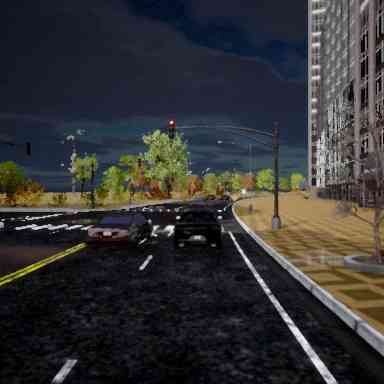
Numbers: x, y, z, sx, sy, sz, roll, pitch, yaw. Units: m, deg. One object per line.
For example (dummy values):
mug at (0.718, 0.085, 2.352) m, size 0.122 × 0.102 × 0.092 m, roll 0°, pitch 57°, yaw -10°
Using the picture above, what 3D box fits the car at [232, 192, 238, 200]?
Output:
car at (10.684, 1.125, 87.241) m, size 2.150 × 2.045 × 5.566 m, roll 0°, pitch 0°, yaw 14°

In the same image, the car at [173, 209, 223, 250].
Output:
car at (0.299, 1.486, 14.409) m, size 1.882 × 1.535 × 5.008 m, roll 0°, pitch 0°, yaw 2°

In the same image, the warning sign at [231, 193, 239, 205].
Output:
warning sign at (7.159, 1.129, 55.296) m, size 1.300 × 1.860 × 1.060 m, roll 0°, pitch 0°, yaw 9°

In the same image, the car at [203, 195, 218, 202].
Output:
car at (4.311, 1.383, 73.818) m, size 1.882 × 1.535 × 5.008 m, roll 0°, pitch 0°, yaw 12°

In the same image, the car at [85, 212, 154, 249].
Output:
car at (-2.949, 1.564, 14.540) m, size 2.033 × 1.411 × 5.357 m, roll 0°, pitch 0°, yaw 2°

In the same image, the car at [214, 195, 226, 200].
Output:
car at (7.417, 1.419, 87.573) m, size 2.033 × 1.411 × 5.357 m, roll 0°, pitch 0°, yaw 14°

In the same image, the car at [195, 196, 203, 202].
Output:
car at (2.045, 1.554, 78.796) m, size 2.033 × 1.411 × 5.357 m, roll 0°, pitch 0°, yaw 12°

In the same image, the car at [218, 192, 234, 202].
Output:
car at (7.498, 1.386, 73.180) m, size 1.882 × 1.535 × 5.008 m, roll 0°, pitch 0°, yaw 12°
